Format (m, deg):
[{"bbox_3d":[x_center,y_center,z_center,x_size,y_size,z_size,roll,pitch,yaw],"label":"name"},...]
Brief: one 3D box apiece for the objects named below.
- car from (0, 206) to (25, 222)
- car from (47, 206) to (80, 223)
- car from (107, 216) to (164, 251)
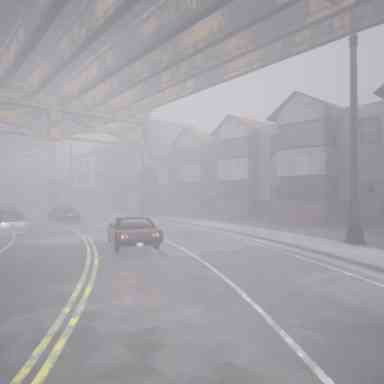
[{"bbox_3d":[-17.277,2.068,31.369,1.994,1.385,4.181,0,-1,-41],"label":"car"},{"bbox_3d":[-11.820,1.977,30.454,1.994,1.385,4.181,0,-1,-39],"label":"car"},{"bbox_3d":[-2.710,1.741,14.849,1.895,1.301,4.718,0,-1,-19],"label":"car"}]
